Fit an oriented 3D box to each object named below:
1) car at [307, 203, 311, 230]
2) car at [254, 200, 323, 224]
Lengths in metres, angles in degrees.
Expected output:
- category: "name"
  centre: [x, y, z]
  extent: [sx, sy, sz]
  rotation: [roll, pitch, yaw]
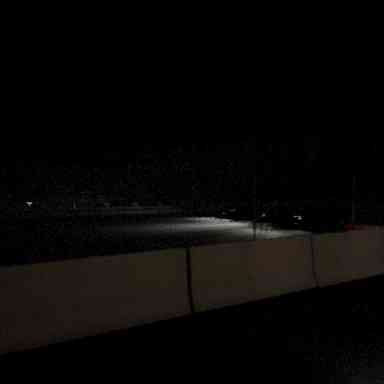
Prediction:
- category: "car"
  centre: [7.553, 1.418, 20.651]
  extent: [5.008, 1.535, 1.882]
  rotation: [1, 0, -31]
- category: "car"
  centre: [7.140, 1.407, 24.479]
  extent: [4.902, 1.511, 2.128]
  rotation: [1, 0, -31]
